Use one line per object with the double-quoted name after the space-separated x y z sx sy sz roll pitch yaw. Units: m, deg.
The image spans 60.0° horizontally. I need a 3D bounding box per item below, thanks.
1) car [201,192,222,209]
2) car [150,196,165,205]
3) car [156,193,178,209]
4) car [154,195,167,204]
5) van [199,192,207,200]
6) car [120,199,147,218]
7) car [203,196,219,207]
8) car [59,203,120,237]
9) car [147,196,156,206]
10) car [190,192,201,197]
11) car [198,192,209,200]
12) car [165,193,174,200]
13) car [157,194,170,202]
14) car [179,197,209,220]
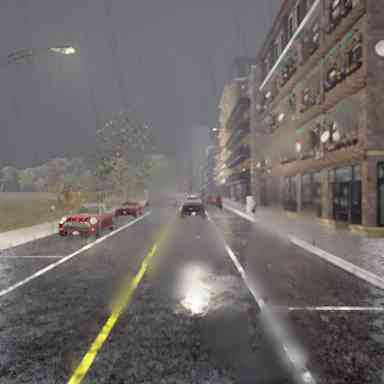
2.579 1.063 40.468 2.192 1.841 5.009 1 0 0 "car"
-5.303 1.267 51.112 1.802 1.307 4.206 1 0 0 "car"
-2.836 1.235 41.225 2.128 1.511 4.902 0 0 0 "car"
-5.302 1.196 56.766 1.887 1.381 4.507 1 0 0 "car"
2.582 0.856 80.094 1.690 1.788 3.998 1 0 0 "van"
-5.304 1.366 28.496 1.887 1.381 4.507 1 0 0 "car"
2.577 1.259 46.130 1.887 1.381 4.507 1 0 0 "car"
-5.304 1.332 17.188 1.967 1.590 4.097 1 0 0 "car"
-5.303 1.269 45.458 2.008 1.369 4.403 1 0 0 "car"
0.094 1.198 41.454 1.801 1.575 5.366 0 0 0 "car"
2.582 0.863 74.432 2.192 1.841 5.009 1 0 0 "car"
-5.299 0.959 79.380 1.967 1.590 4.097 1 0 0 "car"
-5.302 1.169 62.420 2.008 1.369 4.403 1 0 0 "car"
0.104 1.337 25.924 1.837 1.490 4.892 0 -1 0 "car"
